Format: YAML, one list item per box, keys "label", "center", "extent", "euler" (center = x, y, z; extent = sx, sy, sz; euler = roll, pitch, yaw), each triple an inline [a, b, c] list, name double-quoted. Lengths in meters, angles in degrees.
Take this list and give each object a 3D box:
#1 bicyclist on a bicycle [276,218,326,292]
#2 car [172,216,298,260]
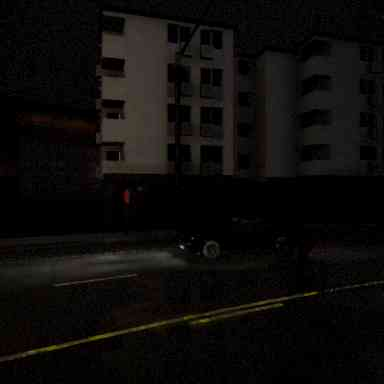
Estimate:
- label: "bicyclist on a bicycle"
  center: [2.523, 1.455, 7.921]
  extent: [0.582, 1.620, 1.656]
  euler: [0, -2, -25]
- label: "car"
  center: [1.691, 1.601, 12.449]
  extent: [4.718, 1.301, 1.895]
  euler: [0, 0, -24]
